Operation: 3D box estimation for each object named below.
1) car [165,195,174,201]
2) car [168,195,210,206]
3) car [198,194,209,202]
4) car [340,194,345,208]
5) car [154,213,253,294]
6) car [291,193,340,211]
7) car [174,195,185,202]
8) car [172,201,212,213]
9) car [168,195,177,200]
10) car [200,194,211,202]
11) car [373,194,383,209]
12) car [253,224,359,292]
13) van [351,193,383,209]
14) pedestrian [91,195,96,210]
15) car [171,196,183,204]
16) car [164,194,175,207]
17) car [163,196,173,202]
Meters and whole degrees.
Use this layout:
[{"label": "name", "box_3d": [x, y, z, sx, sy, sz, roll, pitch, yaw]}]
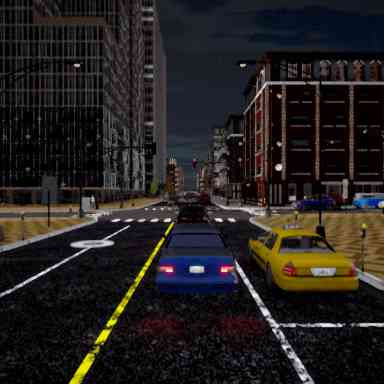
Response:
[{"label": "car", "box_3d": [-5.351, 1.521, 80.220, 1.887, 1.381, 4.507, 0, 0, 0]}, {"label": "car", "box_3d": [-0.421, 1.455, 38.496, 2.128, 1.511, 4.902, -1, 1, -29]}, {"label": "car", "box_3d": [2.532, 1.292, 74.630, 2.192, 1.841, 5.009, 0, 0, 0]}, {"label": "car", "box_3d": [15.297, 1.080, 38.994, 5.009, 1.841, 2.192, -1, 1, -1]}, {"label": "car", "box_3d": [0.093, 1.544, 8.945, 2.033, 1.411, 5.357, 0, 0, 0]}, {"label": "car", "box_3d": [13.270, 1.149, 36.492, 4.553, 1.767, 2.097, -1, 0, -1]}, {"label": "car", "box_3d": [-2.782, 1.503, 74.721, 2.128, 1.511, 4.902, 0, 0, 0]}, {"label": "car", "box_3d": [0.075, 1.498, 18.686, 1.837, 1.490, 4.892, 0, 0, 0]}, {"label": "car", "box_3d": [-5.355, 1.524, 91.406, 2.008, 1.369, 4.403, 0, 0, 0]}, {"label": "car", "box_3d": [2.537, 1.295, 63.444, 2.192, 1.841, 5.009, 0, 0, 0]}, {"label": "car", "box_3d": [23.072, 1.200, 36.628, 4.674, 1.442, 1.812, -1, 0, 0]}, {"label": "car", "box_3d": [2.560, 1.522, 8.798, 1.752, 1.417, 4.829, 0, 0, 0]}, {"label": "van", "box_3d": [20.953, 1.035, 39.056, 3.998, 1.788, 1.690, -1, 1, -1]}, {"label": "pedestrian", "box_3d": [-12.366, 1.255, 41.628, 0.375, 1.860, 0.375, 0, 1, -1]}, {"label": "car", "box_3d": [-2.828, 1.543, 64.144, 1.994, 1.385, 4.181, 0, 0, 0]}, {"label": "car", "box_3d": [-2.863, 1.335, 51.568, 2.097, 1.767, 4.553, 0, 0, 0]}, {"label": "car", "box_3d": [-5.348, 1.528, 74.627, 2.008, 1.369, 4.403, 0, 0, 0]}]
